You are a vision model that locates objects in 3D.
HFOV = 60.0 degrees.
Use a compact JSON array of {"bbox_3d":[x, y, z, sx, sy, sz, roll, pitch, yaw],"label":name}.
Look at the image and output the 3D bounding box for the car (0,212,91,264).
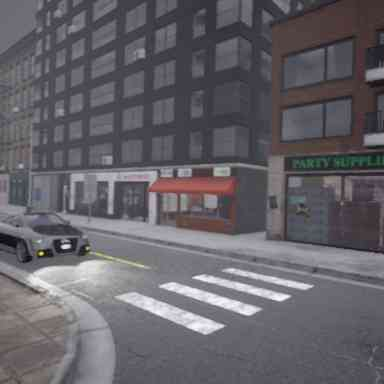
[{"bbox_3d":[-5.181,1.394,11.206,4.181,1.385,1.994,1,0,43],"label":"car"}]
